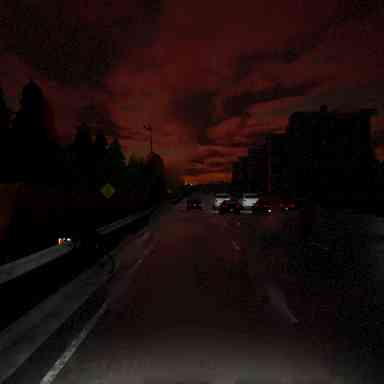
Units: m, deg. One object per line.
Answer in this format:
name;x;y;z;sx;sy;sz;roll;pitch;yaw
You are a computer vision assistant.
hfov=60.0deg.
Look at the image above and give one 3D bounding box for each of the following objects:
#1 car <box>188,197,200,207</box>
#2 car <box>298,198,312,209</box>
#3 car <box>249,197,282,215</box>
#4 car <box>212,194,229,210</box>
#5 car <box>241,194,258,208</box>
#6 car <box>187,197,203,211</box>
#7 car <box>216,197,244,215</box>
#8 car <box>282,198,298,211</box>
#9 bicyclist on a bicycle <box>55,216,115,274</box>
car;0.268;1.526;51.025;1.812;1.442;4.674;0;0;0
car;14.344;1.478;44.306;1.882;1.535;5.008;0;0;0
car;7.295;1.505;33.596;1.837;1.490;4.892;0;0;0
car;3.837;1.221;43.944;2.150;2.045;5.566;0;0;0
car;7.339;1.221;43.506;2.150;2.045;5.566;0;0;0
car;0.341;1.547;40.675;2.033;1.411;5.357;0;0;0
car;3.798;1.526;34.029;1.812;1.442;4.674;0;0;0
car;10.829;1.601;40.215;1.895;1.301;4.718;0;0;0
bicyclist on a bicycle;-2.909;1.491;9.103;1.656;1.620;0.582;4;0;-1
